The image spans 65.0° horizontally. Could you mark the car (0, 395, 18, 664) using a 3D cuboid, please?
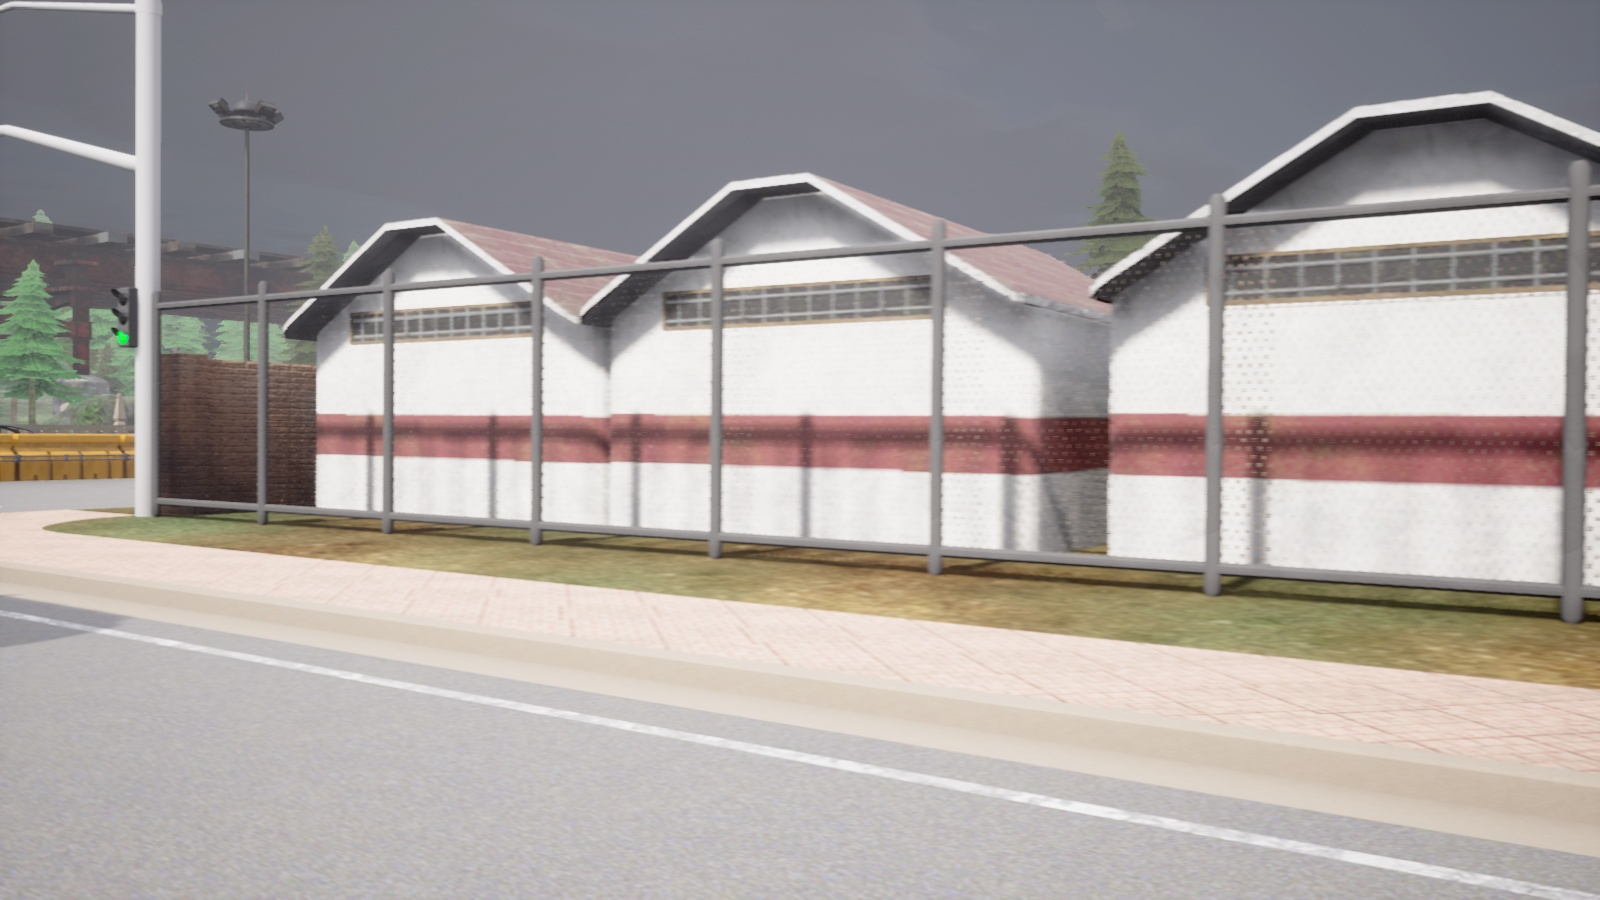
[{"bbox_3d":[-7.692,0.540,8.731,4.553,1.767,2.097,0,1,33],"label":"car"}]

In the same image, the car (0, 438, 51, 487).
[{"bbox_3d":[-26.362,0.401,40.180,1.789,1.549,3.705,0,1,32],"label":"car"}]
